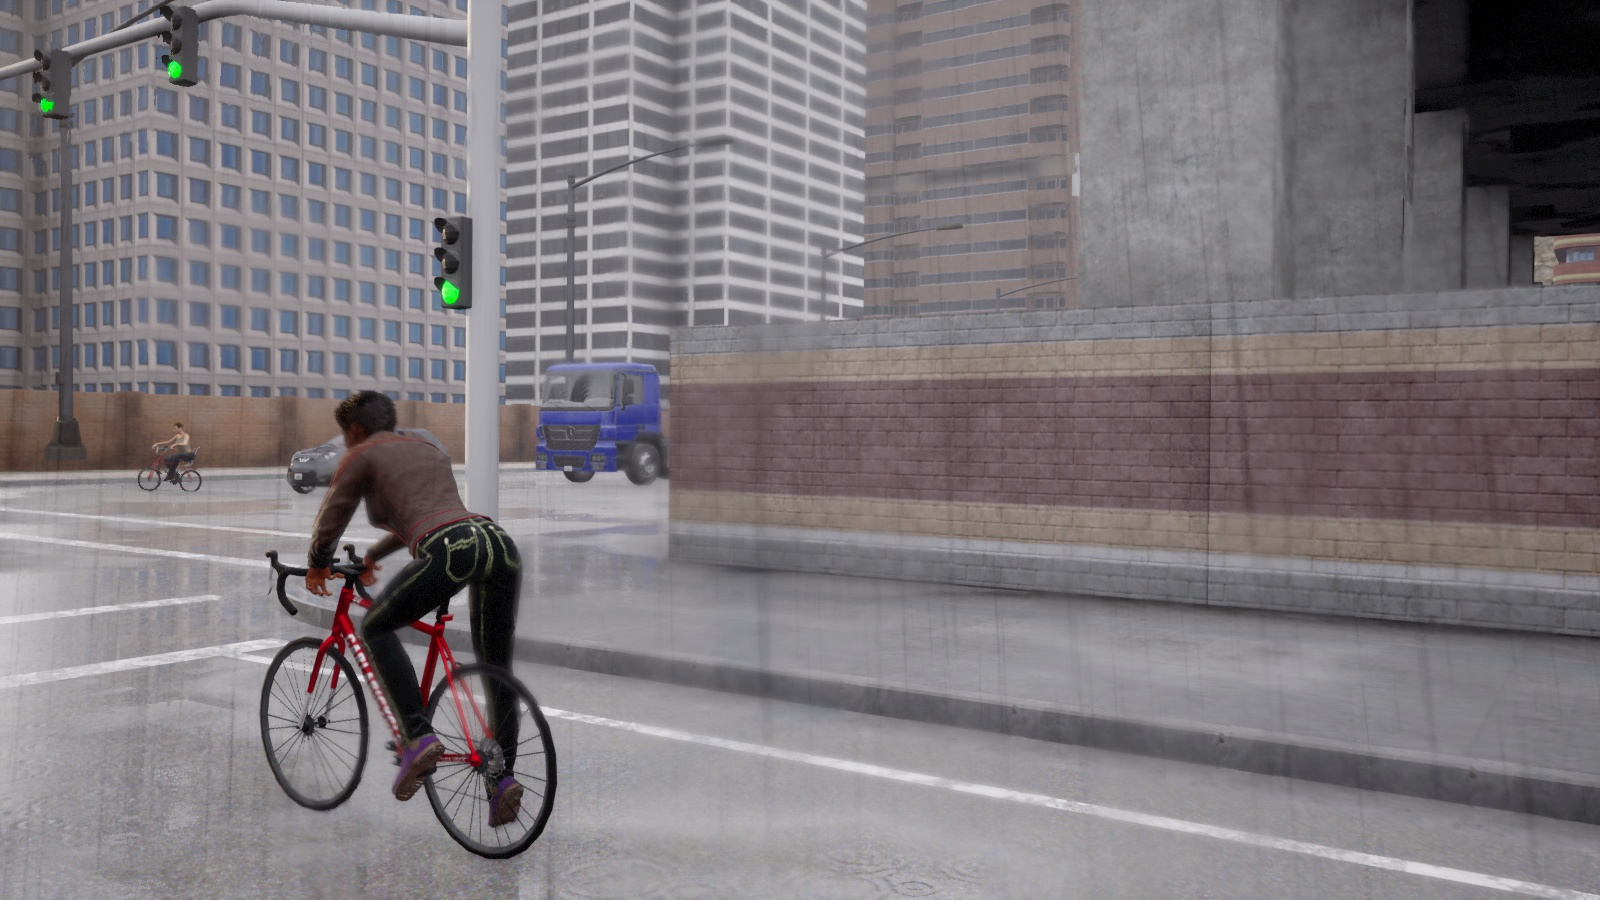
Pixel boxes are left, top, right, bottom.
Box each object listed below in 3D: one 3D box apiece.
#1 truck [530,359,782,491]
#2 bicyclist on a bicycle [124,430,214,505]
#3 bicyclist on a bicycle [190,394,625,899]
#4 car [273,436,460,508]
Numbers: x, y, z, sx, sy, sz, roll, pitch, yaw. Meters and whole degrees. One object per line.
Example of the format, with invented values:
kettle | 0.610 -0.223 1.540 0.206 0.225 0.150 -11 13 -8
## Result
truck | -4.016 -0.721 37.134 2.891 3.462 7.936 0 1 34
bicyclist on a bicycle | -14.211 0.406 28.313 0.866 1.612 1.509 0 -3 34
bicyclist on a bicycle | -1.472 0.635 4.599 1.656 1.620 0.582 0 1 34
car | -9.798 0.444 28.592 1.845 1.501 3.633 0 1 34
